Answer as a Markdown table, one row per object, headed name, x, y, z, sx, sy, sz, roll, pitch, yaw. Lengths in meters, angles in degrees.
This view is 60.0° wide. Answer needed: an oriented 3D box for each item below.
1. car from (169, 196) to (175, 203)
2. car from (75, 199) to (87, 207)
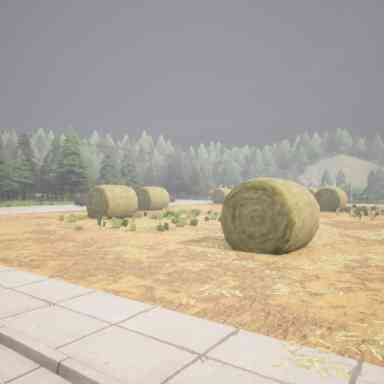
| name | x | y | z | sx | sy | sz | roll | pitch | yaw |
| --- | --- | --- | --- | --- | --- | --- | --- | --- | --- |
| car | -4.998 | 1.359 | 61.321 | 1.812 | 1.442 | 4.674 | 0 | 0 | 37 |
| car | -14.402 | 1.426 | 48.811 | 2.033 | 1.411 | 5.357 | 0 | 0 | 37 |
